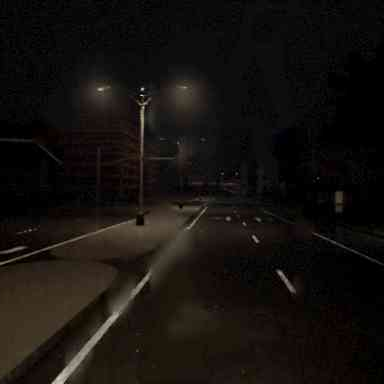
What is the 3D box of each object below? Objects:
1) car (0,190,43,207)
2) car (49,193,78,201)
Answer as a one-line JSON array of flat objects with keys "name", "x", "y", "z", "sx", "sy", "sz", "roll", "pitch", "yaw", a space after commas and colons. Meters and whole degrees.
[{"name": "car", "x": -18.257, "y": 0.786, "z": 36.369, "sx": 2.242, "sy": 1.667, "sz": 4.611, "roll": 1, "pitch": 0, "yaw": 5}, {"name": "car", "x": -23.428, "y": 0.886, "z": 60.557, "sx": 4.718, "sy": 1.301, "sz": 1.895, "roll": 1, "pitch": 0, "yaw": 4}]
